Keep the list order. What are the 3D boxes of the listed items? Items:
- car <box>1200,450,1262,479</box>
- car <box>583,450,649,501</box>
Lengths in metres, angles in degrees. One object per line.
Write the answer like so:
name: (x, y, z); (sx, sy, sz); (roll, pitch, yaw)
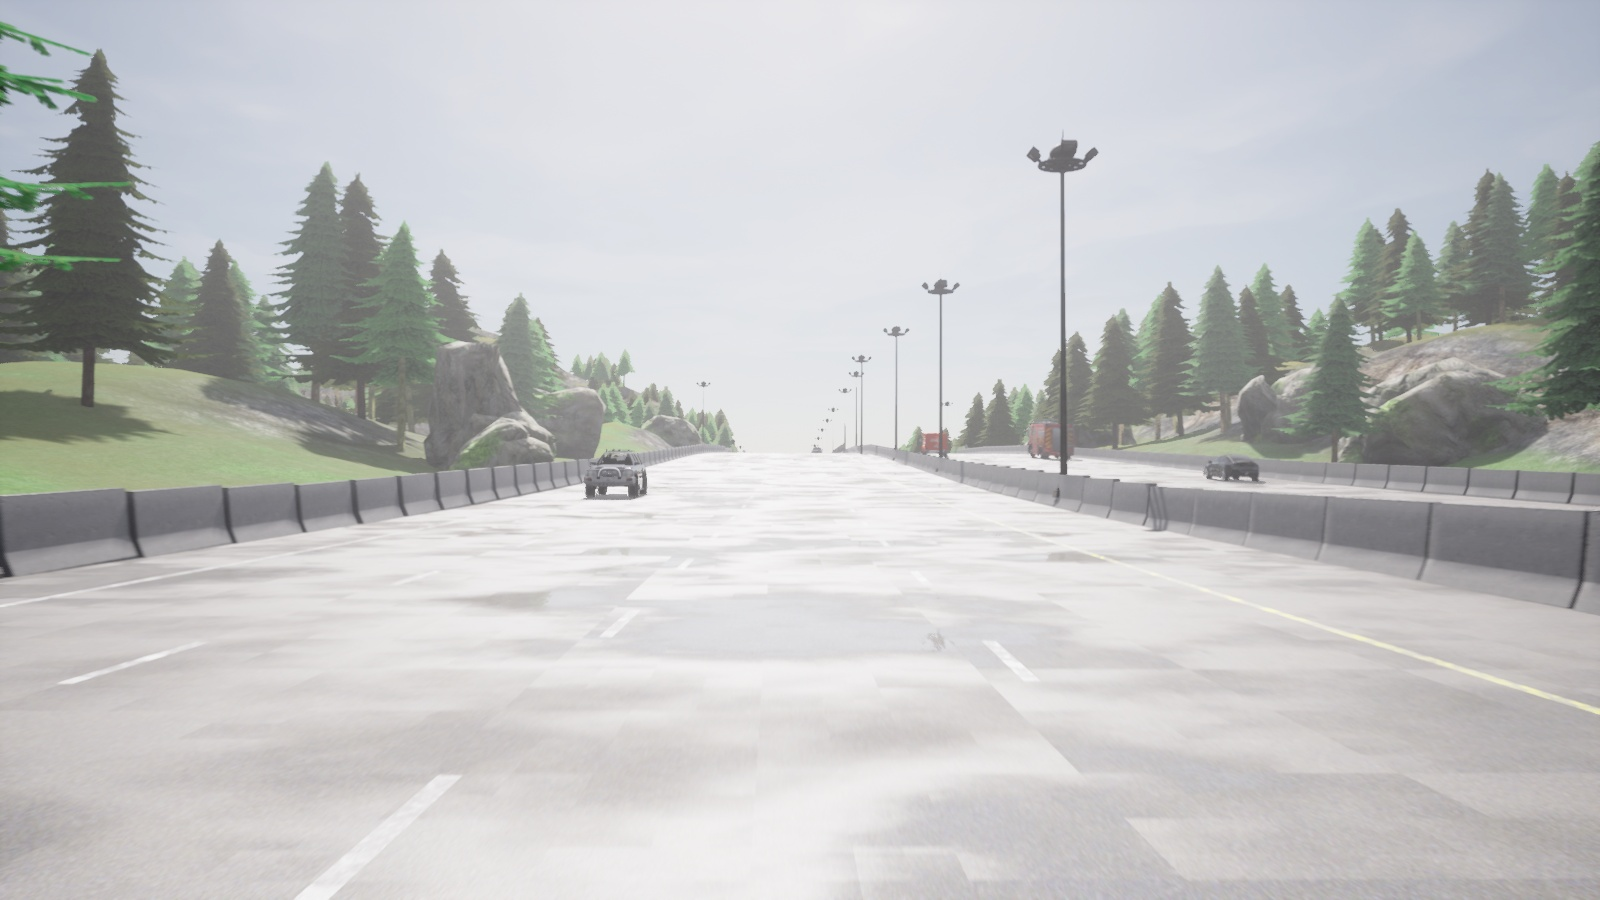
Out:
car: (24.322, 0.793, 71.053); (1.837, 1.490, 4.892); (0, 1, 0)
car: (-7.123, 0.951, 49.070); (1.932, 1.855, 4.605); (0, 0, 0)
